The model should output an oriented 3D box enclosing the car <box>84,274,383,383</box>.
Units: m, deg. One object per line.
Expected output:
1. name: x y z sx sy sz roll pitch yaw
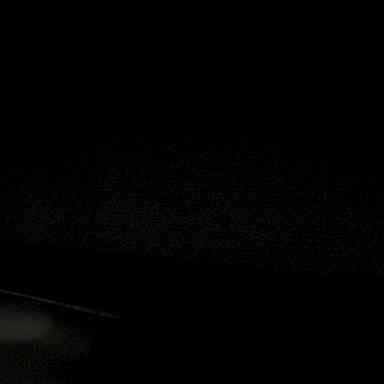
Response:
1. car: 1.294 1.491 2.669 4.902 1.511 2.128 0 0 28
